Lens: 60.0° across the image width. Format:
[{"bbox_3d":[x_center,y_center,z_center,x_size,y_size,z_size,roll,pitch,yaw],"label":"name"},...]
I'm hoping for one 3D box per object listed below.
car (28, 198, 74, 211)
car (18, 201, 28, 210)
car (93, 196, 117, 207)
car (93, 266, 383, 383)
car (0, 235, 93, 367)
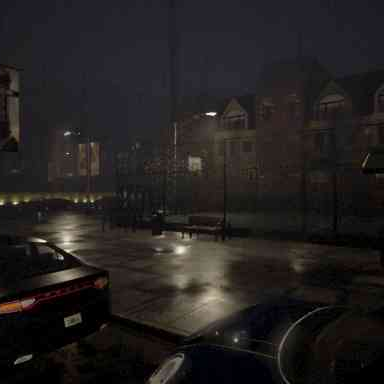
[{"bbox_3d":[-16.651,1.505,40.173,1.837,1.490,4.892,0,0,35],"label":"car"},{"bbox_3d":[-19.439,1.491,42.294,2.128,1.511,4.902,0,0,35],"label":"car"},{"bbox_3d":[-13.048,1.352,51.382,2.097,1.767,4.553,0,0,35],"label":"car"},{"bbox_3d":[1.777,1.354,2.036,4.553,1.767,2.185,0,0,35],"label":"car"},{"bbox_3d":[-3.532,1.480,5.656,5.008,1.535,2.097,0,0,35],"label":"car"}]
